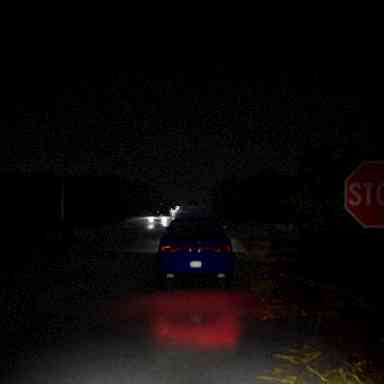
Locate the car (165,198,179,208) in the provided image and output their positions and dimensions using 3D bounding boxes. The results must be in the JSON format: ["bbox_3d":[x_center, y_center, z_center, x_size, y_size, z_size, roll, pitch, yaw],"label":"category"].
[{"bbox_3d":[-3.184,1.618,44.866,1.837,1.490,4.892,0,0,0],"label":"car"}]

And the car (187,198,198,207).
[{"bbox_3d":[0.112,1.872,59.884,2.128,1.511,4.902,0,-1,0],"label":"car"}]

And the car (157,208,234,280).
[{"bbox_3d":[0.069,1.460,9.955,1.882,1.535,5.008,0,0,0],"label":"car"}]

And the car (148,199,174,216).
[{"bbox_3d":[-3.183,1.670,33.115,1.994,1.385,4.181,0,0,0],"label":"car"}]
